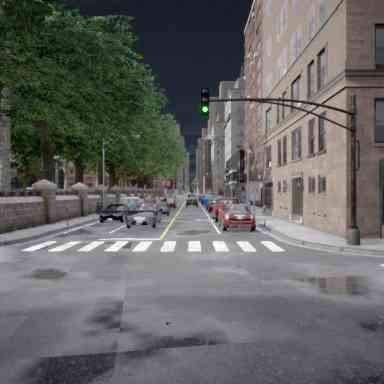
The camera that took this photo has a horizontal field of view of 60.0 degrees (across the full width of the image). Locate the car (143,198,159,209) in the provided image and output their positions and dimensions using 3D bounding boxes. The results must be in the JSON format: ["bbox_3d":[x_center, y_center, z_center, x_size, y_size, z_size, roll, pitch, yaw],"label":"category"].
[{"bbox_3d":[-5.859,1.600,47.533,1.802,1.307,4.206,0,0,0],"label":"car"}]

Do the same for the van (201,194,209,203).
[{"bbox_3d":[2.666,1.367,69.154,1.690,1.788,3.998,0,0,0],"label":"van"}]

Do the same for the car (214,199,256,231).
[{"bbox_3d":[2.669,1.448,20.479,1.967,1.590,4.097,0,0,0],"label":"car"}]

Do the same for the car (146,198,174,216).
[{"bbox_3d":[-3.105,1.576,32.071,1.994,1.385,4.181,0,0,-1],"label":"car"}]

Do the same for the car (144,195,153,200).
[{"bbox_3d":[-5.858,1.454,36.719,1.967,1.590,4.097,0,0,0],"label":"car"}]

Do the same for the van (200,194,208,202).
[{"bbox_3d":[2.666,1.369,74.561,1.690,1.788,3.998,0,0,0],"label":"van"}]

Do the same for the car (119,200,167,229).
[{"bbox_3d":[-3.097,1.500,22.055,2.128,1.511,4.902,0,0,0],"label":"car"}]

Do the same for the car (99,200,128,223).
[{"bbox_3d":[-5.857,1.576,25.904,1.947,1.339,4.313,0,0,0],"label":"car"}]

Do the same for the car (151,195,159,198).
[{"bbox_3d":[-5.858,1.331,42.126,2.192,1.841,5.009,0,0,0],"label":"car"}]

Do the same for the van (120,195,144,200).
[{"bbox_3d":[-5.857,1.353,31.311,1.690,1.788,3.998,0,0,0],"label":"van"}]

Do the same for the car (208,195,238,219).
[{"bbox_3d":[2.669,1.325,25.888,2.192,1.841,5.009,0,0,0],"label":"car"}]

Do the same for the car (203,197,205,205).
[{"bbox_3d":[2.667,1.598,42.112,1.802,1.307,4.206,0,0,0],"label":"car"}]

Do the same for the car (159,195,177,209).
[{"bbox_3d":[-3.083,1.495,44.959,1.882,1.535,5.008,0,0,0],"label":"car"}]

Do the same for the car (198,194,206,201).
[{"bbox_3d":[2.665,1.472,90.787,1.967,1.590,4.097,0,0,0],"label":"car"}]

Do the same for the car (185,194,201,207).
[{"bbox_3d":[-0.002,1.524,51.491,1.837,1.490,4.892,0,0,0],"label":"car"}]

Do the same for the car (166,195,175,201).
[{"bbox_3d":[-5.860,1.582,90.792,2.008,1.369,4.403,0,0,0],"label":"car"}]

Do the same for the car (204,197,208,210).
[{"bbox_3d":[2.668,1.559,36.704,1.887,1.381,4.507,0,0,0],"label":"car"}]

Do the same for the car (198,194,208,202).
[{"bbox_3d":[2.666,1.344,79.971,2.192,1.841,5.009,0,0,0],"label":"car"}]

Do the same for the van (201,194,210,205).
[{"bbox_3d":[2.668,1.361,52.929,1.690,1.788,3.998,0,0,0],"label":"van"}]
